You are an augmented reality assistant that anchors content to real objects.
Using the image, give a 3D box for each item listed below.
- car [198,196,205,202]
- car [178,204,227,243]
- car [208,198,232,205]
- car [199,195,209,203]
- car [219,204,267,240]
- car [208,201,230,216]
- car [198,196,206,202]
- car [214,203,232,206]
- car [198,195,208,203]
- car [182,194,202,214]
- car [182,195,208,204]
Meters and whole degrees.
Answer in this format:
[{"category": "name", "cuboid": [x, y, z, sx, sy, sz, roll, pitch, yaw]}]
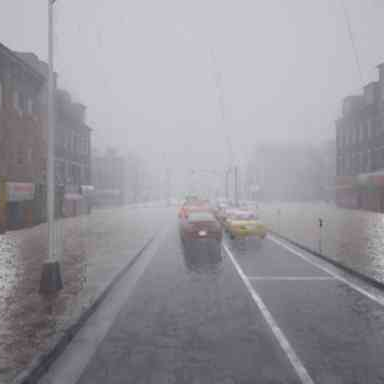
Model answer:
[{"category": "car", "cuboid": [2.653, 1.847, 92.336, 1.967, 1.590, 4.097, -1, 0, 0]}, {"category": "car", "cuboid": [0.317, 1.550, 16.153, 1.812, 1.442, 4.674, 0, 0, -4]}, {"category": "car", "cuboid": [2.640, 1.493, 27.917, 1.967, 1.590, 4.097, 0, 0, 0]}, {"category": "car", "cuboid": [2.649, 1.607, 76.129, 2.192, 1.841, 5.009, -1, 0, 0]}, {"category": "car", "cuboid": [2.638, 1.552, 17.153, 1.752, 1.417, 4.829, 0, 0, 0]}, {"category": "car", "cuboid": [2.642, 1.652, 33.383, 1.802, 1.307, 4.206, 0, 0, 0]}, {"category": "car", "cuboid": [2.652, 1.807, 86.933, 1.967, 1.590, 4.097, -1, 0, 0]}, {"category": "car", "cuboid": [2.640, 1.621, 22.451, 1.802, 1.307, 4.206, 0, 0, 0]}, {"category": "car", "cuboid": [2.650, 1.644, 81.532, 2.192, 1.841, 5.009, -1, 0, 0]}, {"category": "car", "cuboid": [0.044, 1.310, 38.422, 2.150, 2.045, 5.566, 0, 0, 1]}, {"category": "car", "cuboid": [0.094, 1.406, 28.325, 2.097, 1.767, 4.553, 0, 0, 0]}]
